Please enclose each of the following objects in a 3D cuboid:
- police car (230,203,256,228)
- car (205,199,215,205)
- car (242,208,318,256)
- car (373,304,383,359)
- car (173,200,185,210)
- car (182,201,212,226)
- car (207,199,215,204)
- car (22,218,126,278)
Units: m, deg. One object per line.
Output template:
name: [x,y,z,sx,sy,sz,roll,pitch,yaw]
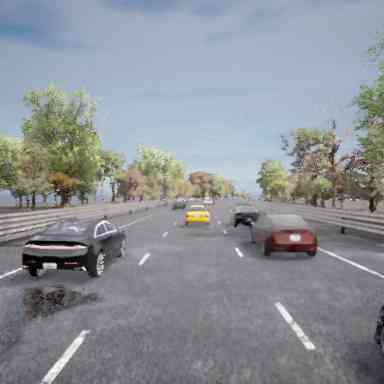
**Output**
police car: [3.881,1.674,24.774,1.930,1.638,5.238,0,-1,2]
car: [3.750,2.399,76.687,1.895,1.301,4.718,0,-1,6]
car: [3.611,1.643,13.819,2.163,1.488,4.792,0,-1,1]
car: [3.496,1.599,2.911,1.994,1.385,4.181,0,-1,0]
car: [-1.781,1.982,50.900,2.128,1.511,4.902,1,-1,4]
car: [0.449,1.711,25.922,1.801,1.575,5.366,0,-1,2]
car: [5.341,2.526,91.416,1.994,1.385,4.181,0,-1,7]
car: [-3.349,1.568,10.383,2.128,1.511,4.902,2,0,1]
